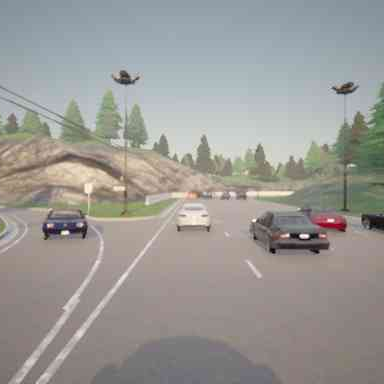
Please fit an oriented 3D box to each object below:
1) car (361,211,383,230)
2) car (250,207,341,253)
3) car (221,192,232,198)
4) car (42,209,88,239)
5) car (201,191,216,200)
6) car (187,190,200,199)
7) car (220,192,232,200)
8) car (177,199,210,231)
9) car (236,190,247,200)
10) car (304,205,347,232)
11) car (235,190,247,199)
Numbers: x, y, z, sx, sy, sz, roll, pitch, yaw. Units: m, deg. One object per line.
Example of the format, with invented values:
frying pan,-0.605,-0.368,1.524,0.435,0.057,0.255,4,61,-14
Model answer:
car,10.600,1.472,16.937,1.895,1.301,4.718,0,0,0
car,3.602,1.447,13.178,2.033,1.411,5.357,0,0,0
car,8.356,0.769,80.971,1.812,1.442,4.674,0,0,17
car,-6.293,1.474,16.611,1.895,1.301,4.718,0,0,-20
car,3.528,0.981,71.770,2.128,1.511,4.902,0,0,2
car,0.028,0.811,71.799,2.097,1.767,4.553,0,0,2
car,7.011,1.003,70.674,2.033,1.411,5.357,0,0,2
car,0.087,1.377,19.532,1.812,1.442,4.674,0,0,0
car,10.510,0.964,70.674,1.837,1.490,4.892,0,0,2
car,7.100,1.420,19.036,1.994,1.385,4.181,0,0,0
car,11.991,0.566,80.978,2.150,2.045,5.566,0,0,17
